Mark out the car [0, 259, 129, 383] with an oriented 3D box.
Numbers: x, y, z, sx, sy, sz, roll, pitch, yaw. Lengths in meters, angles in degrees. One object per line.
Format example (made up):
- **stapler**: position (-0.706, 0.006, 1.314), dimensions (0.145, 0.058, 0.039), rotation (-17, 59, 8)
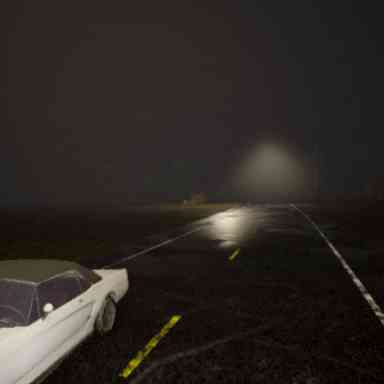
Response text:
- **car**: position (-2.466, 1.651, 4.127), dimensions (1.895, 1.301, 4.718), rotation (-1, 0, 10)
